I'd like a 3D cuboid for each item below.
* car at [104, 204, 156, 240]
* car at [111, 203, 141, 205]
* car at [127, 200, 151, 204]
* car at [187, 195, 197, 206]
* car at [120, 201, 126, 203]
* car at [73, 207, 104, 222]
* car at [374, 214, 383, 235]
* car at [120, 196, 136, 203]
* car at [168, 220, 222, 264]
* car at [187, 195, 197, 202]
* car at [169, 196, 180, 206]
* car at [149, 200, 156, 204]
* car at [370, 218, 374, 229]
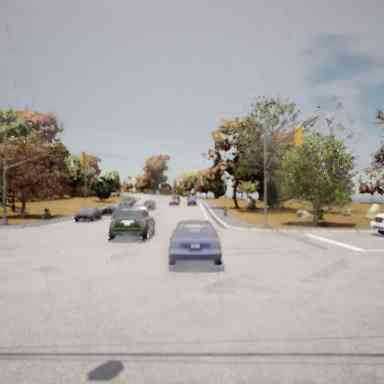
[{"bbox_3d":[-3.397,1.755,19.595,2.097,1.767,4.553,0,-1,0],"label":"car"},{"bbox_3d":[-7.085,2.199,34.631,2.128,1.511,4.902,0,-1,1],"label":"car"},{"bbox_3d":[-7.073,2.257,44.526,1.812,1.442,4.674,0,0,0],"label":"car"},{"bbox_3d":[0.010,1.862,64.591,1.812,1.442,4.674,0,1,0],"label":"car"},{"bbox_3d":[-10.576,2.333,44.326,1.895,1.301,4.718,0,0,0],"label":"car"},{"bbox_3d":[-10.626,2.253,34.445,2.033,1.411,5.357,0,-1,-3],"label":"car"},{"bbox_3d":[12.125,1.818,16.392,4.902,1.511,2.128,0,-1,-1],"label":"car"},{"bbox_3d":[-10.493,1.797,55.074,2.150,2.045,5.566,0,1,0],"label":"car"},{"bbox_3d":[0.102,1.786,12.790,2.033,1.411,5.357,0,-1,0],"label":"car"},{"bbox_3d":[-0.083,1.467,74.768,1.994,1.385,4.181,0,1,-3],"label":"car"},{"bbox_3d":[-3.490,1.936,64.658,1.895,1.301,4.718,0,1,0],"label":"car"},{"bbox_3d":[-7.005,2.087,54.815,1.837,1.490,4.892,0,1,0],"label":"car"},{"bbox_3d":[13.775,1.633,19.921,5.566,2.045,2.150,0,-1,-2],"label":"car"}]
